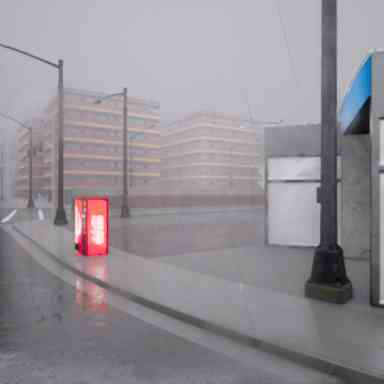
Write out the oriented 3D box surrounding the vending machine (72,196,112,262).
[{"bbox_3d":[-3.410,1.179,11.331,1.100,2.100,0.880,0,0,-35],"label":"vending machine"}]
